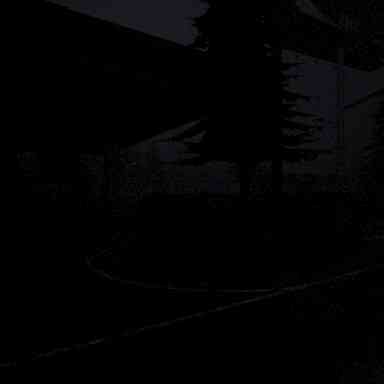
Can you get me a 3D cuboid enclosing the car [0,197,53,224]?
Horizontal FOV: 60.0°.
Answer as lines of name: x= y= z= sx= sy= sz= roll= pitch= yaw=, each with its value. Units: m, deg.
car: x=-11.992 y=1.313 z=23.461 sx=3.866 sy=1.878 sz=1.905 roll=0 pitch=0 yaw=-36
